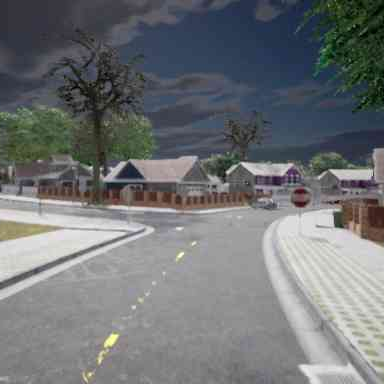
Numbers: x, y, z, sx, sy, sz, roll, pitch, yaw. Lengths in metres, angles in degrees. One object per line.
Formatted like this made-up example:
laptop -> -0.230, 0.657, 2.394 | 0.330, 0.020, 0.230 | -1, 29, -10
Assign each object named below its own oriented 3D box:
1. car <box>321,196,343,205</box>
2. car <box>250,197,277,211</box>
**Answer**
car -> 23.708, 1.465, 56.107 | 5.008, 1.535, 1.882 | -1, 2, -39
car -> 8.394, 1.373, 38.468 | 1.812, 1.442, 4.674 | 1, 1, 31
